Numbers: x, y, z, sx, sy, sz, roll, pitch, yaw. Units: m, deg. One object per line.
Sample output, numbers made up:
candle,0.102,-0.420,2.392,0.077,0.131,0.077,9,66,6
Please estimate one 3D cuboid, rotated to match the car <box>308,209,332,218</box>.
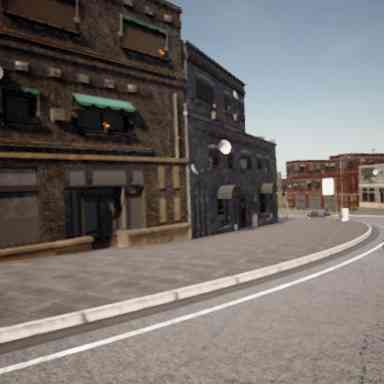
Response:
car,21.366,3.635,55.891,2.033,1.411,5.357,-2,-3,-5
